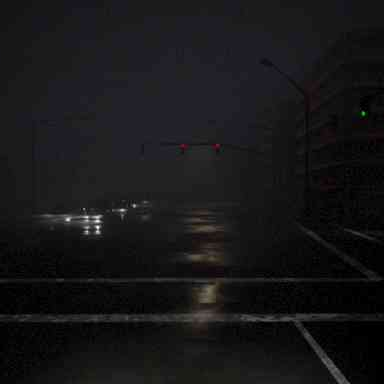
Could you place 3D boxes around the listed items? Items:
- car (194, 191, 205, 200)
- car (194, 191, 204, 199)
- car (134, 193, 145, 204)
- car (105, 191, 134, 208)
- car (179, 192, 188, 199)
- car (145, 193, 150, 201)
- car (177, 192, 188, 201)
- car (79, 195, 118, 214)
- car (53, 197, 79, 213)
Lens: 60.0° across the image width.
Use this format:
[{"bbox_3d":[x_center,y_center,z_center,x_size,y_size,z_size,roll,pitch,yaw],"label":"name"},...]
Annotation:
[{"bbox_3d":[1.571,0.855,65.415,2.128,1.511,4.902,0,1,1],"label":"car"},{"bbox_3d":[1.601,0.555,75.805,2.097,1.767,4.553,0,1,1],"label":"car"},{"bbox_3d":[-9.282,1.132,52.953,2.033,1.411,5.357,0,1,1],"label":"car"},{"bbox_3d":[-9.404,1.106,43.308,2.097,1.767,4.553,0,1,1],"label":"car"},{"bbox_3d":[-1.899,0.741,75.797,2.033,1.411,5.357,0,1,1],"label":"car"},{"bbox_3d":[-9.096,0.947,63.488,2.033,1.411,5.357,0,1,1],"label":"car"},{"bbox_3d":[-1.936,0.917,65.146,2.033,1.411,5.357,0,1,1],"label":"car"},{"bbox_3d":[-9.521,1.369,34.267,2.128,1.511,4.902,0,1,1],"label":"car"},{"bbox_3d":[-13.009,1.346,35.333,1.882,1.535,5.008,0,1,1],"label":"car"}]
